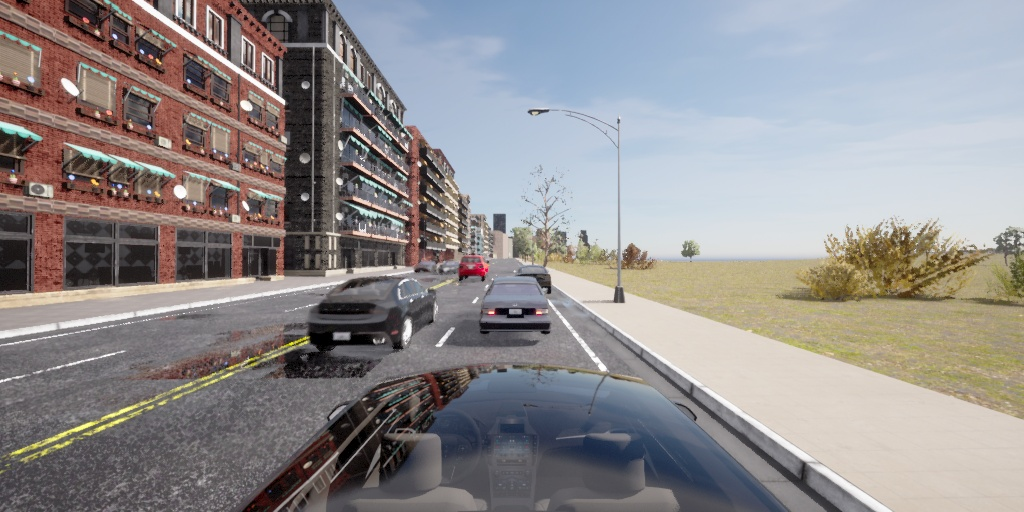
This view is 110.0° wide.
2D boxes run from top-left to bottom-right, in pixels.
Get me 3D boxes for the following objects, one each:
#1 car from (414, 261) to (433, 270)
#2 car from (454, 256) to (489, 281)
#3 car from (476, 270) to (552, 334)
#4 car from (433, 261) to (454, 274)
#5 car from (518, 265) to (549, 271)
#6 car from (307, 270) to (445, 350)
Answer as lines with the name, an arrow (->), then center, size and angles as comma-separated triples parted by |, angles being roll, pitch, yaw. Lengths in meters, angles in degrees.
car -> -9.896, 1.298, 41.765 | 2.033, 1.411, 5.357 | 0, 0, 0
car -> -3.183, 0.976, 30.464 | 2.150, 2.045, 5.566 | 0, 0, 0
car -> 0.092, 1.299, 10.575 | 2.033, 1.411, 5.357 | 0, 0, 0
car -> -6.642, 1.243, 38.527 | 2.128, 1.511, 4.902 | 0, 0, 0
car -> 1.116, 1.230, 20.339 | 1.882, 1.535, 5.008 | 0, 0, 0
car -> -3.160, 1.255, 9.070 | 1.837, 1.490, 4.892 | 0, 0, 0
